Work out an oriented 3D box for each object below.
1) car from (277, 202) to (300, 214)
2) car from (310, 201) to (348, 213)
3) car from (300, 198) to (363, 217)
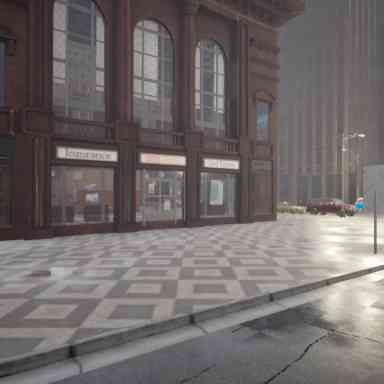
[{"bbox_3d":[10.842,1.800,38.074,1.752,1.417,4.829,0,0,-35],"label":"car"},{"bbox_3d":[17.704,1.899,43.138,1.802,1.307,4.206,-1,0,-35],"label":"car"},{"bbox_3d":[13.986,1.524,33.620,2.192,1.841,5.009,0,0,-35],"label":"car"}]
